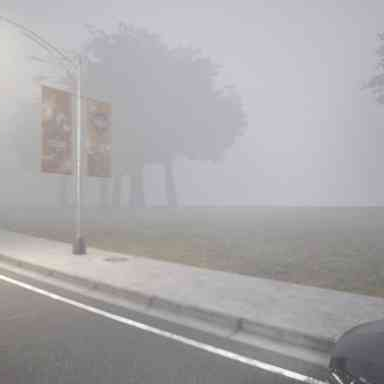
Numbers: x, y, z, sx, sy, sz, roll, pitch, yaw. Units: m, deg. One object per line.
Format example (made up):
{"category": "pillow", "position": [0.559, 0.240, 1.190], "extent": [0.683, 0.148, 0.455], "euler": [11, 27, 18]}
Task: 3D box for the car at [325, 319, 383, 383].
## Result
{"category": "car", "position": [3.521, 1.631, 2.258], "extent": [4.892, 1.490, 1.837], "euler": [0, -2, 33]}
